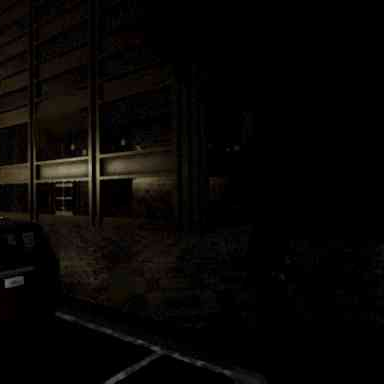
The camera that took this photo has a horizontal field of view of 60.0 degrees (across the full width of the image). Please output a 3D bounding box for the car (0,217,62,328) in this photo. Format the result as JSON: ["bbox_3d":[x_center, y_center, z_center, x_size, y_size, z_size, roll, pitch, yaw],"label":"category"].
[{"bbox_3d":[-4.479,1.397,6.154,5.009,1.841,2.192,-1,0,35],"label":"car"}]
